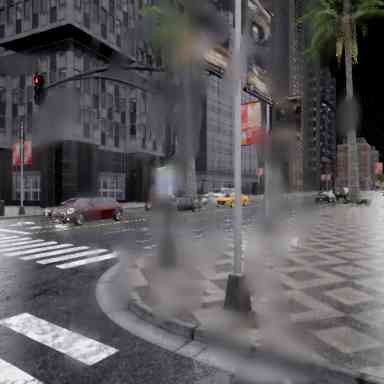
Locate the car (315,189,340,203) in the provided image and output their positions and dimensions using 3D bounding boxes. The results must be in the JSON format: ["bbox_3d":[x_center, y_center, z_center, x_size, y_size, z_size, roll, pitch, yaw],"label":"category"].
[{"bbox_3d":[17.858,0.677,44.459,1.837,1.490,4.892,0,1,35],"label":"car"}]

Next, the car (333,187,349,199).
[{"bbox_3d":[23.720,0.232,52.739,2.150,2.045,5.566,0,1,36],"label":"car"}]

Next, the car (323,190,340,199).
[{"bbox_3d":[25.807,0.353,61.297,1.882,1.535,5.008,0,1,36],"label":"car"}]

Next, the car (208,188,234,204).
[{"bbox_3d":[3.510,0.555,41.395,2.150,2.045,5.566,0,1,35],"label":"car"}]

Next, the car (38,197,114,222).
[{"bbox_3d":[-8.423,1.182,24.563,2.128,1.511,4.902,0,1,36],"label":"car"}]

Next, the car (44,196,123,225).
[{"bbox_3d":[-6.659,1.075,21.450,2.097,1.767,4.553,0,1,35],"label":"car"}]

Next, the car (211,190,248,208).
[{"bbox_3d":[4.525,0.864,37.220,1.882,1.535,5.008,0,1,35],"label":"car"}]

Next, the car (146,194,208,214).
[{"bbox_3d":[-1.182,1.104,29.182,2.033,1.411,5.357,0,1,35],"label":"car"}]
